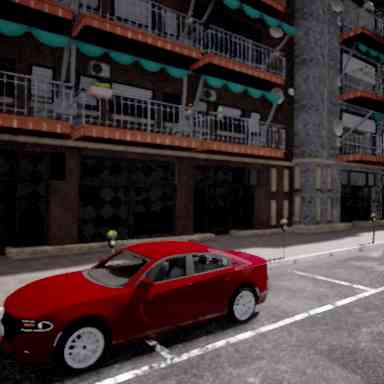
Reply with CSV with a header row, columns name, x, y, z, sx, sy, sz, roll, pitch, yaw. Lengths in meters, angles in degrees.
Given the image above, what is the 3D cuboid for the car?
name,x,y,z,sx,sy,sz,roll,pitch,yaw
car,-0.628,1.557,5.648,4.507,1.381,1.887,0,0,-36
